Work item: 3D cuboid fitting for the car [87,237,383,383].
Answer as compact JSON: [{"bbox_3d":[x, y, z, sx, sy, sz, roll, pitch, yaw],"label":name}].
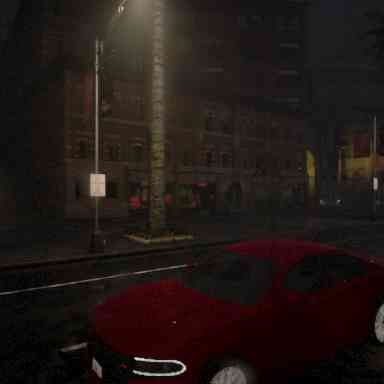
[{"bbox_3d":[1.088,1.477,4.765,5.008,1.535,1.882,0,0,-35],"label":"car"}]
